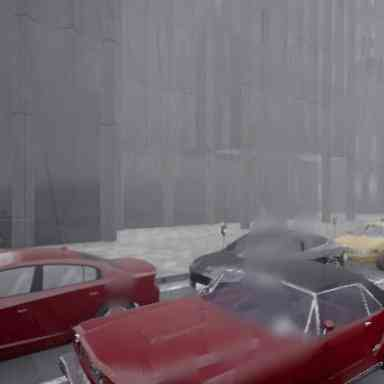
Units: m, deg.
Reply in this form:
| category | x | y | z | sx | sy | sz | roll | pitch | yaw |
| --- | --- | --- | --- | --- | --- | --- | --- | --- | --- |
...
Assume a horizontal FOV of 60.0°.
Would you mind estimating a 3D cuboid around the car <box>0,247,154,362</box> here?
| category | x | y | z | sx | sy | sz | roll | pitch | yaw |
| --- | --- | --- | --- | --- | --- | --- | --- | --- | --- |
| car | -2.626 | 1.548 | 4.778 | 4.507 | 1.381 | 1.887 | 0 | 0 | -36 |

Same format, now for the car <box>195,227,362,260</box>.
| category | x | y | z | sx | sy | sz | roll | pitch | yaw |
| --- | --- | --- | --- | --- | --- | --- | --- | --- | --- |
| car | 1.961 | 1.604 | 8.053 | 4.313 | 1.339 | 1.947 | 0 | 0 | -36 |

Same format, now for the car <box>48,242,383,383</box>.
| category | x | y | z | sx | sy | sz | roll | pitch | yaw |
| --- | --- | --- | --- | --- | --- | --- | --- | --- | --- |
| car | 0.986 | 1.620 | 4.084 | 4.718 | 1.301 | 1.895 | 0 | 0 | -36 |

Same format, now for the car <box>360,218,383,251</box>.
| category | x | y | z | sx | sy | sz | roll | pitch | yaw |
| --- | --- | --- | --- | --- | --- | --- | --- | --- | --- |
| car | 6.410 | 1.598 | 11.230 | 4.829 | 1.417 | 1.752 | 0 | 0 | -36 |
